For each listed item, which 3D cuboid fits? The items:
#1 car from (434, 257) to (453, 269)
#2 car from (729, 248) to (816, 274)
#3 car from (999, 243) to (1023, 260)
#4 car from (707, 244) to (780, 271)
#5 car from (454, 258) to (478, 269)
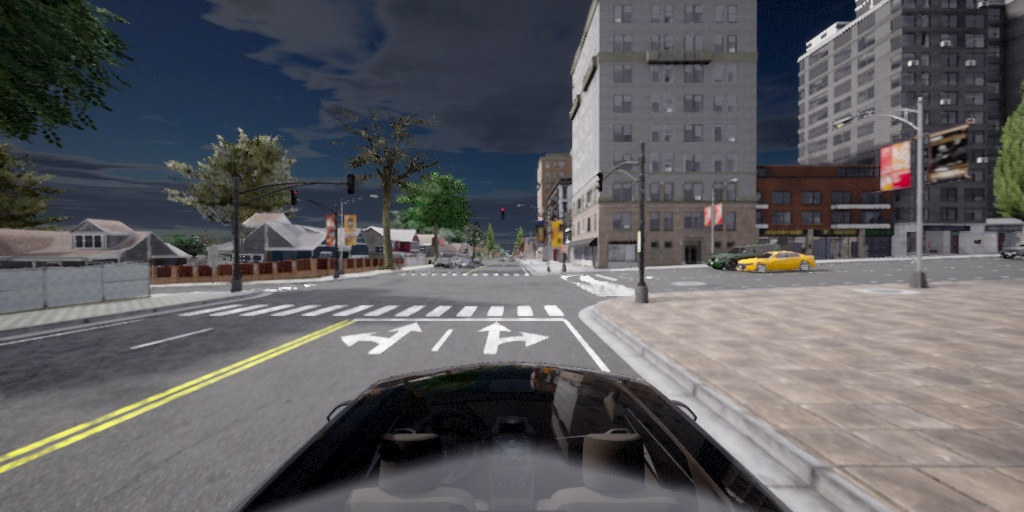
[{"bbox_3d":[-9.812,0.953,51.559,2.097,1.767,4.553,0,0,0],"label":"car"},{"bbox_3d":[19.105,0.421,26.080,5.008,1.535,1.882,-2,0,0],"label":"car"},{"bbox_3d":[43.158,-0.454,29.334,4.892,1.490,1.837,-2,0,0],"label":"car"},{"bbox_3d":[19.099,0.142,29.330,5.566,2.045,2.150,-2,0,0],"label":"car"},{"bbox_3d":[-6.563,1.093,51.762,2.128,1.511,4.902,0,0,0],"label":"car"}]
